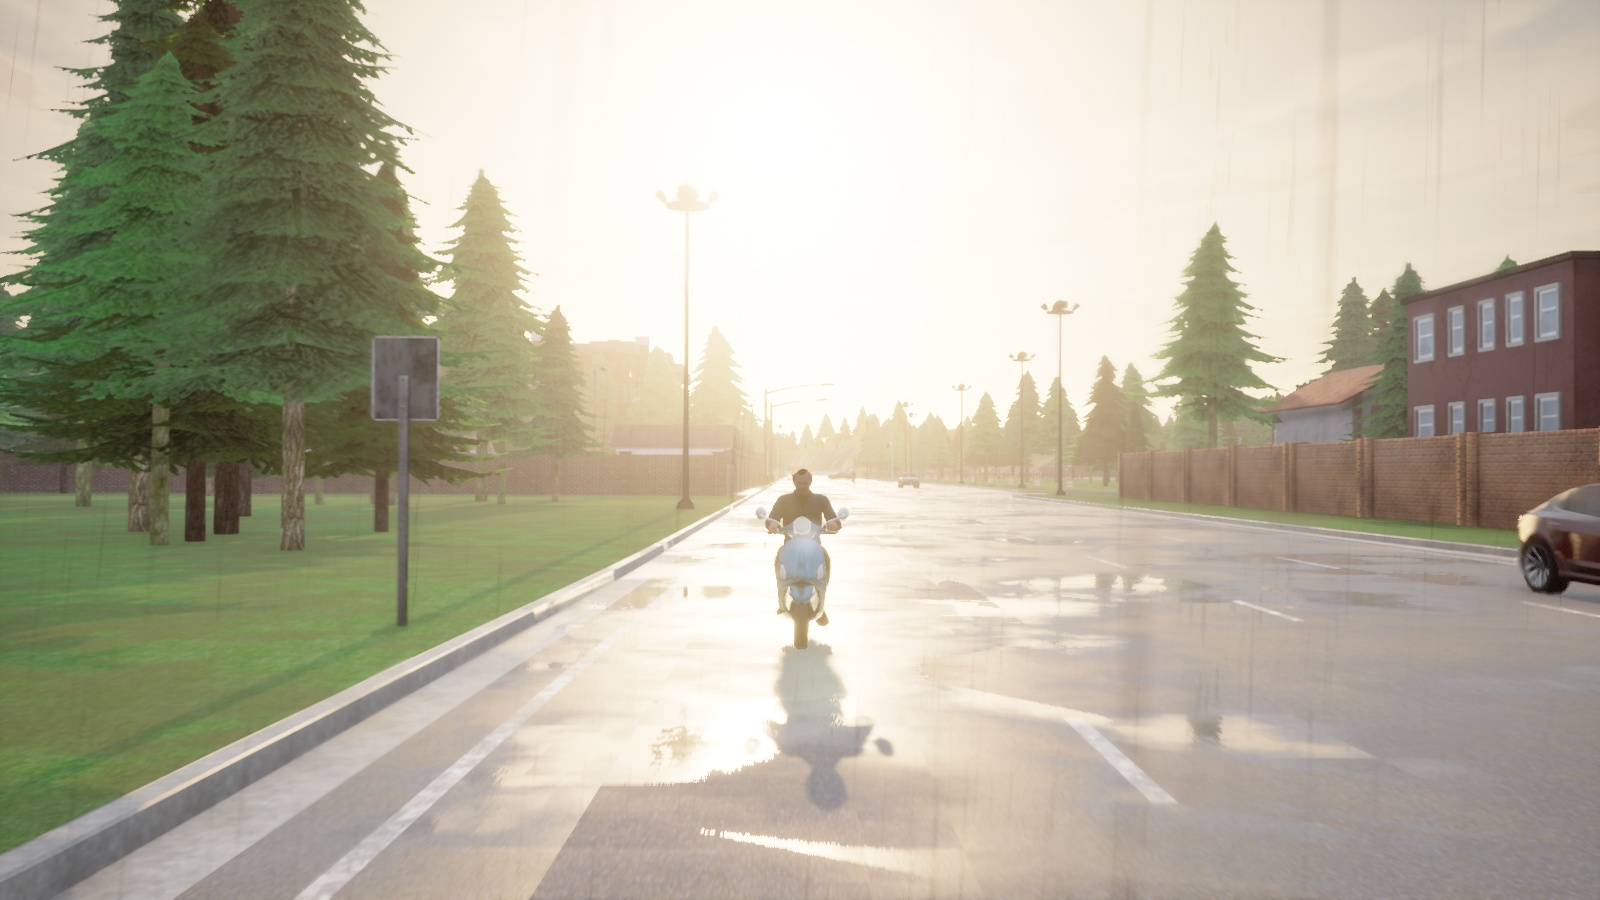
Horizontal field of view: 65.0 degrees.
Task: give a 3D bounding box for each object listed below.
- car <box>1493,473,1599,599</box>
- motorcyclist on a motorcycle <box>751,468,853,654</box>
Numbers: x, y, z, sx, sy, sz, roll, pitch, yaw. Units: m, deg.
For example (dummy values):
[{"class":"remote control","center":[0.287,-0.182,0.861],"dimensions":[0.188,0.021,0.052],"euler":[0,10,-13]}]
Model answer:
[{"class":"car","center":[10.564,1.021,14.815],"dimensions":[2.163,1.488,4.792],"euler":[0,-1,1]},{"class":"motorcyclist on a motorcycle","center":[0.027,0.965,11.700],"dimensions":[0.866,1.590,1.817],"euler":[0,-1,1]}]
